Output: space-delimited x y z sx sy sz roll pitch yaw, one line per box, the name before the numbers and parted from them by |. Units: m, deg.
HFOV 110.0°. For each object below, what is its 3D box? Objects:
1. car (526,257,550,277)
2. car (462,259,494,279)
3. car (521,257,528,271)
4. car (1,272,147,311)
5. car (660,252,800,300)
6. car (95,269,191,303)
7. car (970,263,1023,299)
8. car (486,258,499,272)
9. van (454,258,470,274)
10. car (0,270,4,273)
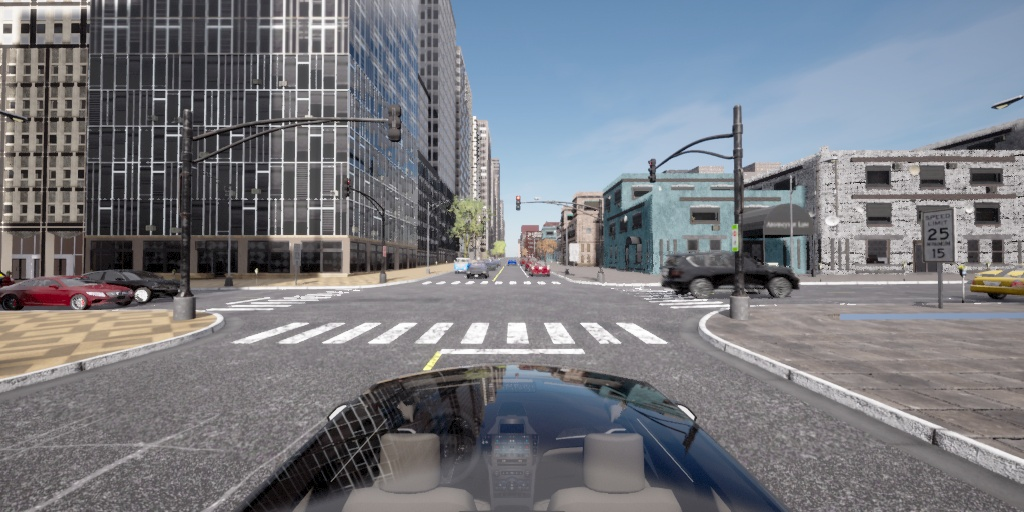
car | 2.702 1.194 35.902 1.967 1.591 4.097 0 0 0
car | -3.074 1.302 33.093 2.033 1.411 5.357 0 0 -1
car | 2.706 1.070 47.250 2.192 1.841 5.009 0 0 0
car | -17.415 1.413 14.069 4.207 1.307 1.802 0 0 1
car | 9.683 0.844 16.308 5.566 2.045 2.150 -1 -1 2
car | -17.888 1.359 16.681 5.008 1.535 1.882 -1 -1 0
car | 20.694 0.994 13.691 4.829 1.417 1.751 0 0 1
car | -3.083 1.319 47.245 1.994 1.385 4.181 0 0 0
van | -5.677 1.096 41.540 1.690 1.789 3.998 0 0 0
car | -23.098 1.325 14.125 4.097 1.591 1.967 0 0 1
